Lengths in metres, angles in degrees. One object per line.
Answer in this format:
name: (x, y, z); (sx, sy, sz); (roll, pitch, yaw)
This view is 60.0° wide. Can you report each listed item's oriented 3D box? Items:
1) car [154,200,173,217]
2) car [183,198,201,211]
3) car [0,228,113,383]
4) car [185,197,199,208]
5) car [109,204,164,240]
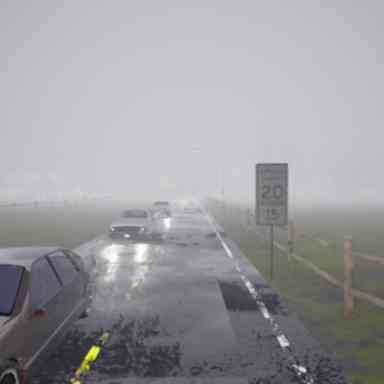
car: (-2.843, 1.522, 31.114); (1.812, 1.442, 4.674); (0, 0, 0)
car: (0.040, 1.518, 39.963); (1.812, 1.442, 4.674); (0, 0, 1)
car: (-2.667, 1.548, 4.619); (2.033, 1.411, 5.357); (0, 0, -3)
car: (-0.012, 1.552, 50.126); (1.994, 1.385, 4.181); (0, 0, 0)
car: (-2.856, 1.547, 17.281); (2.033, 1.411, 5.357); (0, 0, 0)
